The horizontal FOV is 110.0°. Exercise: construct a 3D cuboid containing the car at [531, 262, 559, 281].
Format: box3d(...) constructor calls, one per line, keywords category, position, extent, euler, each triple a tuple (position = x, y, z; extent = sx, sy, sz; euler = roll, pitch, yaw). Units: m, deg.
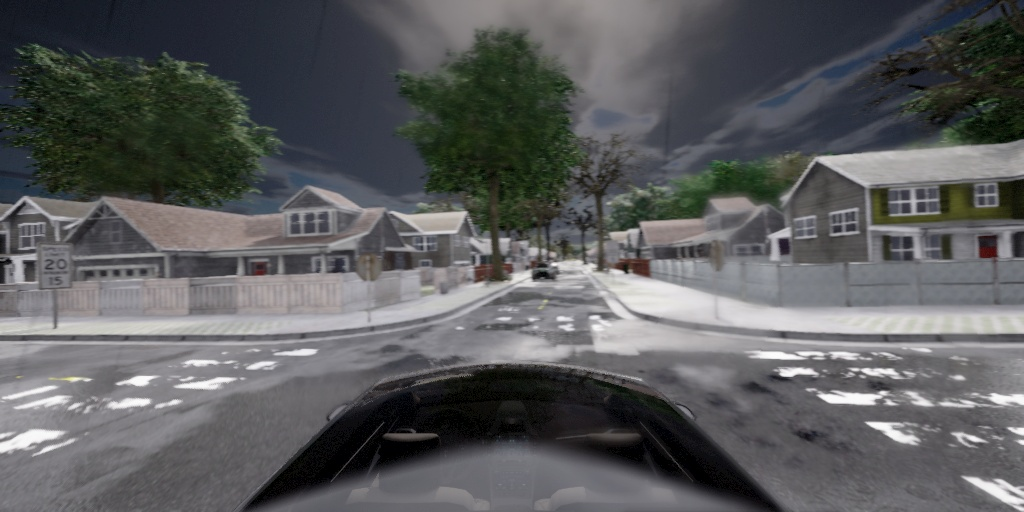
box3d(category="car", position=(3.004, 1.373, 33.653), extent=(2.097, 1.767, 4.553), euler=(-2, -1, 10))
